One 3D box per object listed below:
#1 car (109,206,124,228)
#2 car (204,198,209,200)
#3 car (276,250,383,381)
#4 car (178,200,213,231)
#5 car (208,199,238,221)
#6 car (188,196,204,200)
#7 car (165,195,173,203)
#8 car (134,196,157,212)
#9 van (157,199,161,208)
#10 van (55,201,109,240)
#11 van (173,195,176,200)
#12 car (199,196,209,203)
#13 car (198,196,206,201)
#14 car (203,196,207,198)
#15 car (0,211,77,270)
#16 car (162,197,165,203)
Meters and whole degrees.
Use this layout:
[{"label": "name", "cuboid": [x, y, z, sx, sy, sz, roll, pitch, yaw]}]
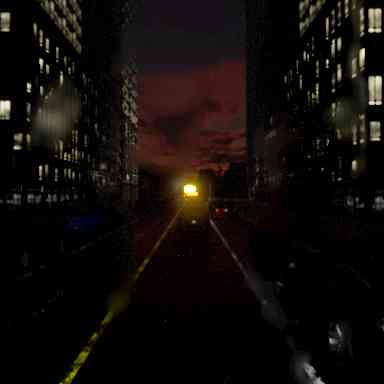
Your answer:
[{"label": "car", "cuboid": [-5.688, 1.642, 22.549, 1.802, 1.307, 4.206, 0, 0, 0]}, {"label": "car", "cuboid": [2.692, 1.683, 39.610, 1.802, 1.307, 4.206, 0, 0, 0]}, {"label": "car", "cuboid": [2.693, 1.582, 5.459, 1.947, 1.339, 4.313, 0, 0, 0]}, {"label": "car", "cuboid": [0.099, 1.534, 21.183, 1.882, 1.535, 5.008, 0, 0, 0]}, {"label": "car", "cuboid": [2.693, 1.514, 28.226, 1.967, 1.590, 4.097, 0, 0, 0]}, {"label": "car", "cuboid": [0.098, 1.578, 39.470, 1.882, 1.535, 5.008, 0, 0, 0]}, {"label": "car", "cuboid": [-5.688, 1.701, 73.607, 1.752, 1.417, 4.829, 0, 0, 0]}, {"label": "car", "cuboid": [-5.688, 1.541, 39.625, 1.967, 1.590, 4.097, 0, 0, 0]}, {"label": "van", "cuboid": [-5.687, 1.455, 45.318, 1.690, 1.788, 3.998, 0, 0, 0]}, {"label": "van", "cuboid": [-5.687, 1.387, 16.857, 1.690, 1.788, 3.998, 0, 0, 0]}, {"label": "van", "cuboid": [-5.687, 1.540, 85.163, 1.690, 1.788, 3.998, 0, 0, 0]}, {"label": "car", "cuboid": [2.693, 1.616, 73.762, 1.967, 1.590, 4.097, 0, 0, 0]}, {"label": "car", "cuboid": [2.692, 1.762, 90.838, 2.008, 1.369, 4.403, 0, 0, 0]}, {"label": "car", "cuboid": [2.692, 1.640, 45.473, 1.752, 1.417, 4.829, 0, 0, 0]}, {"label": "car", "cuboid": [-5.688, 1.575, 11.164, 1.887, 1.381, 4.507, 0, 0, 0]}, {"label": "car", "cuboid": [-5.688, 1.692, 51.010, 1.947, 1.339, 4.313, 0, 0, 0]}]
